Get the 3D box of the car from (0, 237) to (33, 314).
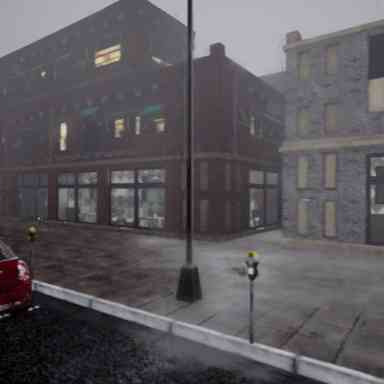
[{"bbox_3d":[-4.905,1.449,6.368,4.097,1.590,1.967,0,0,36],"label":"car"}]
